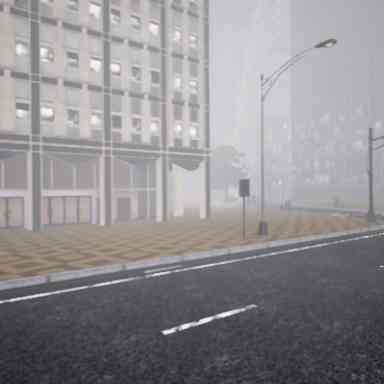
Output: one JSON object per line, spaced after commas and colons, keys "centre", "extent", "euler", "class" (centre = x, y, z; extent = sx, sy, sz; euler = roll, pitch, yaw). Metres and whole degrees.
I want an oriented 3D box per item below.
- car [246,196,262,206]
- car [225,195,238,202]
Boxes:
{"centre": [10.311, 1.441, 54.836], "extent": [1.837, 1.490, 4.892], "euler": [-1, 0, -7], "class": "car"}
{"centre": [8.240, 1.405, 70.287], "extent": [1.837, 1.490, 4.892], "euler": [-1, 0, -8], "class": "car"}
